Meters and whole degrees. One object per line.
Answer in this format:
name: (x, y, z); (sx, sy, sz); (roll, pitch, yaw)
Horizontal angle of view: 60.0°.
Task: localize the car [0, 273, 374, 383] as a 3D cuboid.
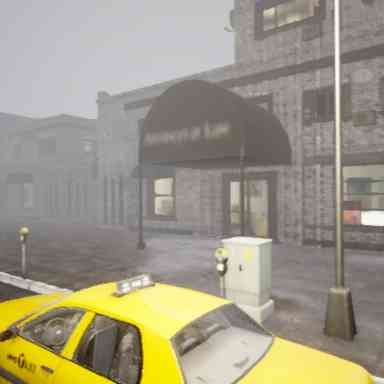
car: (-0.790, 1.538, 3.442); (4.829, 1.417, 1.752); (0, 0, 35)
